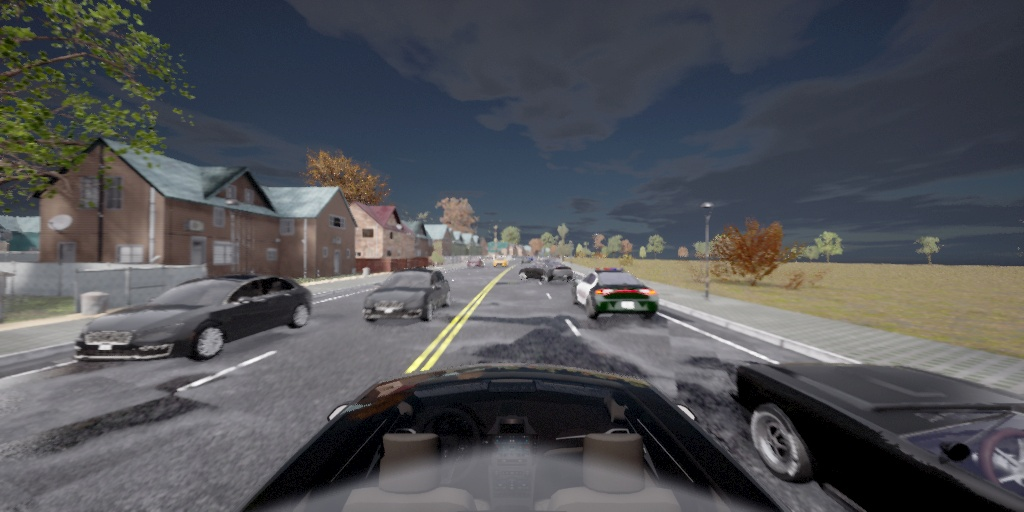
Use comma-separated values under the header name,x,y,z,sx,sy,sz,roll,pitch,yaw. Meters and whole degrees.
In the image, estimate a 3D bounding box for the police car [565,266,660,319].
name,x,y,z,sx,sy,sz,roll,pitch,yaw
police car,3.315,1.196,12.613,2.038,1.542,4.974,0,0,1

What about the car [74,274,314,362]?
name,x,y,z,sx,sy,sz,roll,pitch,yaw
car,-6.557,1.211,8.226,1.837,1.490,4.892,0,0,1

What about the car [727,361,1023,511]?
name,x,y,z,sx,sy,sz,roll,pitch,yaw
car,3.243,1.355,1.699,1.895,1.301,4.718,0,0,0

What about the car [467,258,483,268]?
name,x,y,z,sx,sy,sz,roll,pitch,yaw
car,-5.186,1.007,51.124,1.812,1.442,4.674,0,0,4

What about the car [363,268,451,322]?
name,x,y,z,sx,sy,sz,roll,pitch,yaw
car,-3.269,1.193,12.006,1.837,1.490,4.892,0,0,1

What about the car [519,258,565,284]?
name,x,y,z,sx,sy,sz,roll,pitch,yaw
car,2.287,1.109,25.394,2.128,1.511,4.902,0,0,-29

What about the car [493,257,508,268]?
name,x,y,z,sx,sy,sz,roll,pitch,yaw
car,-1.708,0.940,54.937,1.882,1.535,5.008,0,0,4

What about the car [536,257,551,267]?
name,x,y,z,sx,sy,sz,roll,pitch,yaw
car,4.924,0.958,56.385,2.163,1.488,4.792,0,0,3
